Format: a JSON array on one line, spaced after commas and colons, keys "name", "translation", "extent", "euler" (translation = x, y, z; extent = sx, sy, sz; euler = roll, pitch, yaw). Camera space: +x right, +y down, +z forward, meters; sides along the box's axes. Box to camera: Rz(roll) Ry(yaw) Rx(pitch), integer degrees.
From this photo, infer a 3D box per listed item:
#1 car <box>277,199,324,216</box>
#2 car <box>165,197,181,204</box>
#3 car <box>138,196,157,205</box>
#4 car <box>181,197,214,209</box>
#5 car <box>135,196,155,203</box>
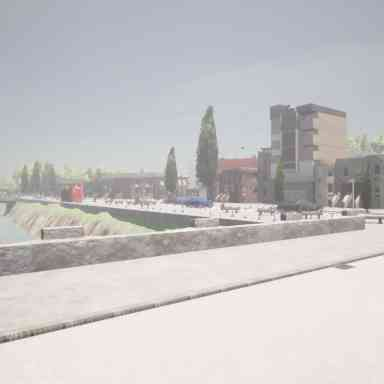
[{"name": "car", "translation": [10.718, 1.504, 33.136], "extent": [1.837, 1.490, 4.892], "euler": [0, 0, -36]}, {"name": "car", "translation": [-2.766, 1.547, 59.149], "extent": [2.033, 1.411, 5.357], "euler": [0, 0, -35]}, {"name": "car", "translation": [-7.960, 1.561, 59.353], "extent": [1.812, 1.442, 4.674], "euler": [0, 0, -36]}, {"name": "car", "translation": [1.008, 1.477, 46.689], "extent": [1.882, 1.535, 5.008], "euler": [0, 0, -36]}, {"name": "car", "translation": [-9.805, 1.546, 68.972], "extent": [2.033, 1.411, 5.357], "euler": [0, 0, -36]}]
